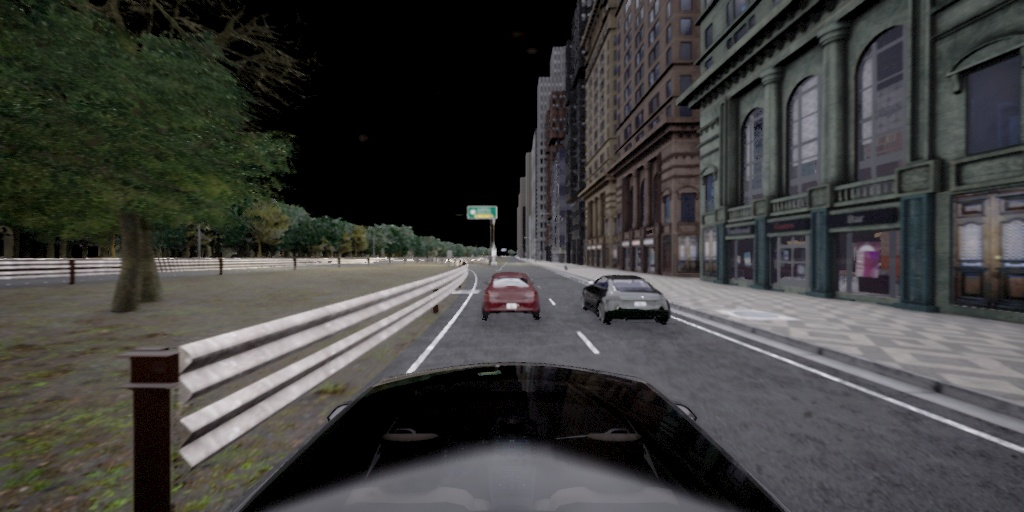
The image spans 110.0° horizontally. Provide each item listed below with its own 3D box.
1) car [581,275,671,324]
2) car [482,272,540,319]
[{"bbox_3d":[3.591,1.314,12.027,1.994,1.385,4.181,0,0,0],"label":"car"},{"bbox_3d":[-0.079,1.275,12.631,1.812,1.442,4.674,0,0,-2],"label":"car"}]
